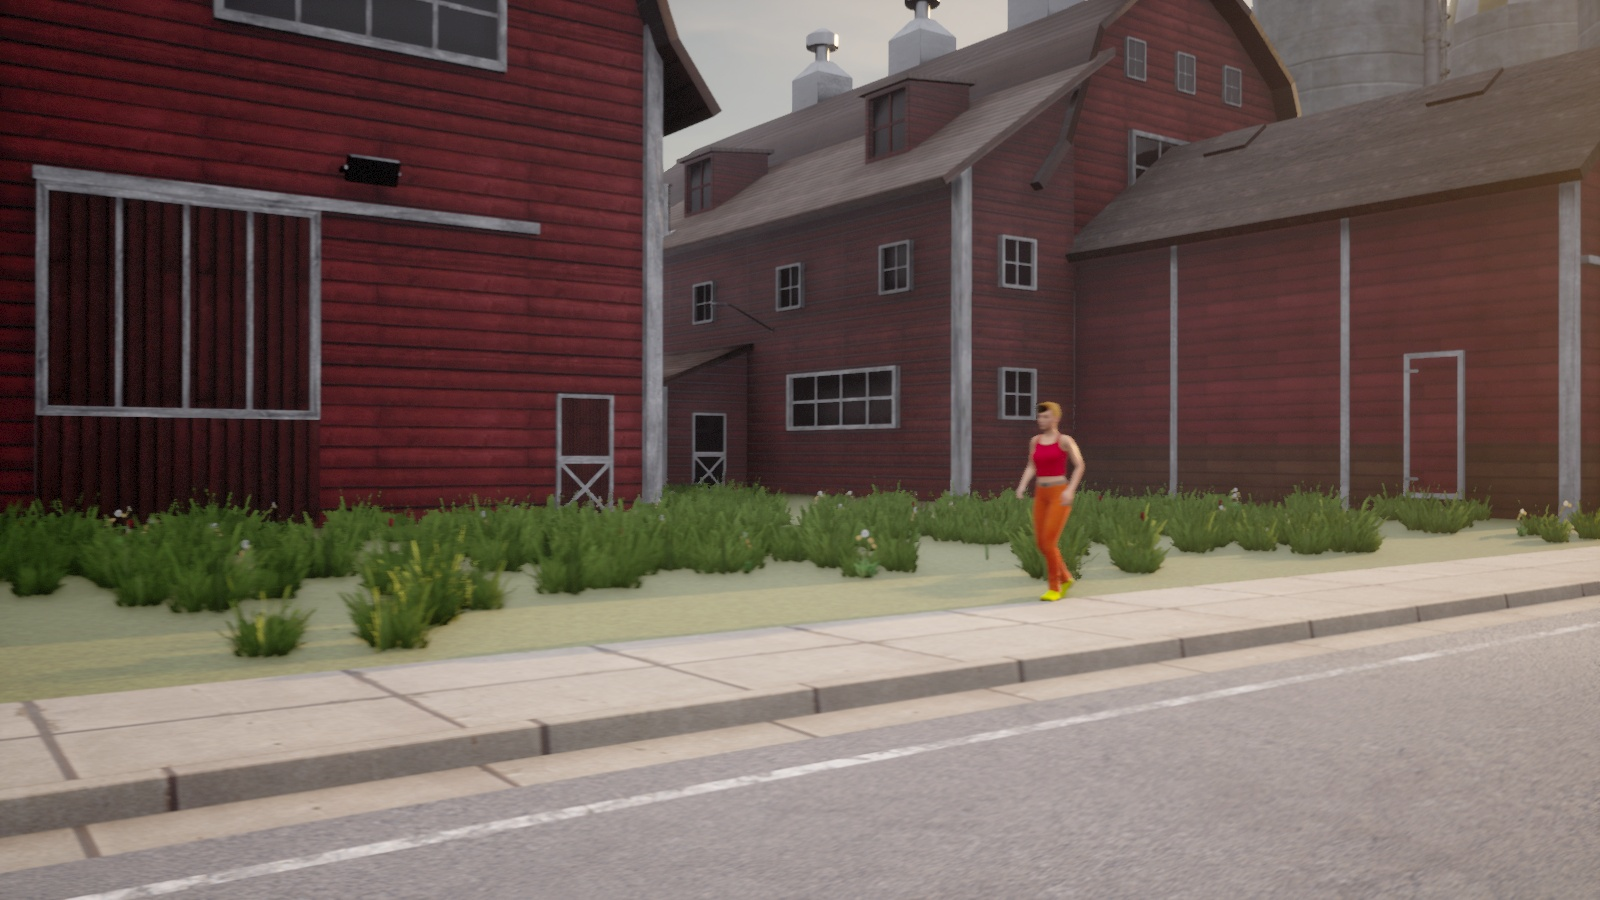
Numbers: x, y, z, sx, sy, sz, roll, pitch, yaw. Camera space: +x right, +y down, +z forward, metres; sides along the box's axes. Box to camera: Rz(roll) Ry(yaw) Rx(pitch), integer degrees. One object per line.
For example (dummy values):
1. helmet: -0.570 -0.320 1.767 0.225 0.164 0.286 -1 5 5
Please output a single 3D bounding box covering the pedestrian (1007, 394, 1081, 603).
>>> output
1. pedestrian: 2.208 0.426 11.348 0.594 1.836 0.345 0 0 -38
